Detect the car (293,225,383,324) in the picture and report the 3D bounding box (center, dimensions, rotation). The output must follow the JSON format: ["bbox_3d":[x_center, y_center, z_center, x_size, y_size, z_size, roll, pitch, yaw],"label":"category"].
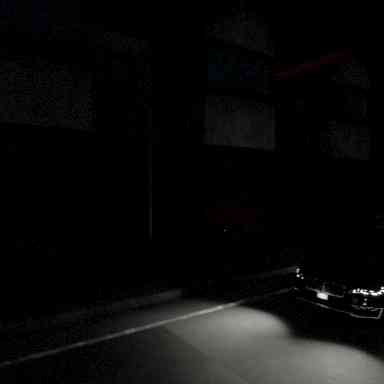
[{"bbox_3d":[4.156,1.486,6.911,4.892,1.490,1.837,0,0,-35],"label":"car"}]
